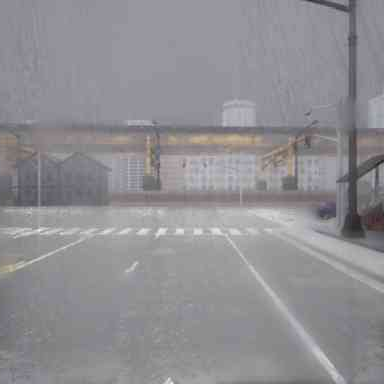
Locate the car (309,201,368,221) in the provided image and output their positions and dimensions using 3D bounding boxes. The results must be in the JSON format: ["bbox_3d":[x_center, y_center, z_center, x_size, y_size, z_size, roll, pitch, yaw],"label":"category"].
[{"bbox_3d":[11.743,1.459,26.540,4.674,1.442,1.812,0,0,0],"label":"car"}]
